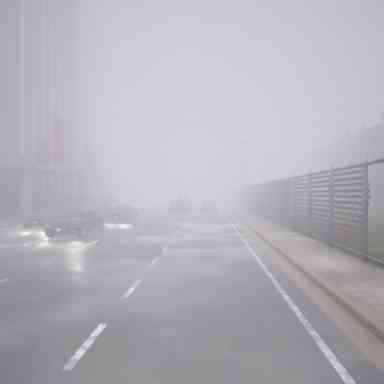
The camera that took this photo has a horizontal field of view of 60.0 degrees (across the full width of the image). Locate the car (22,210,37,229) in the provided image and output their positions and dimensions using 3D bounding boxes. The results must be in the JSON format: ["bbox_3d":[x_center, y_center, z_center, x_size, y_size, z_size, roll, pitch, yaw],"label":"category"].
[{"bbox_3d":[-9.482,1.693,22.327,1.994,1.385,4.181,0,0,4],"label":"car"}]

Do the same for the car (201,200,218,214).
[{"bbox_3d":[2.024,1.797,39.061,1.994,1.385,4.181,0,0,3],"label":"car"}]

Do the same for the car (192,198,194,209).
[{"bbox_3d":[-1.022,1.510,48.513,2.150,2.045,5.566,0,0,3],"label":"car"}]

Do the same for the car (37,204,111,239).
[{"bbox_3d":[-6.234,1.613,18.285,1.837,1.490,4.892,0,-1,3],"label":"car"}]

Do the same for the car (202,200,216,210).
[{"bbox_3d":[2.516,1.894,49.090,1.895,1.301,4.718,0,0,3],"label":"car"}]

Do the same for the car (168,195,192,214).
[{"bbox_3d":[-1.523,1.580,38.327,2.097,1.767,4.553,0,0,3],"label":"car"}]

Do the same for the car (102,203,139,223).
[{"bbox_3d":[-5.677,1.740,27.197,1.994,1.385,4.181,0,0,3],"label":"car"}]
